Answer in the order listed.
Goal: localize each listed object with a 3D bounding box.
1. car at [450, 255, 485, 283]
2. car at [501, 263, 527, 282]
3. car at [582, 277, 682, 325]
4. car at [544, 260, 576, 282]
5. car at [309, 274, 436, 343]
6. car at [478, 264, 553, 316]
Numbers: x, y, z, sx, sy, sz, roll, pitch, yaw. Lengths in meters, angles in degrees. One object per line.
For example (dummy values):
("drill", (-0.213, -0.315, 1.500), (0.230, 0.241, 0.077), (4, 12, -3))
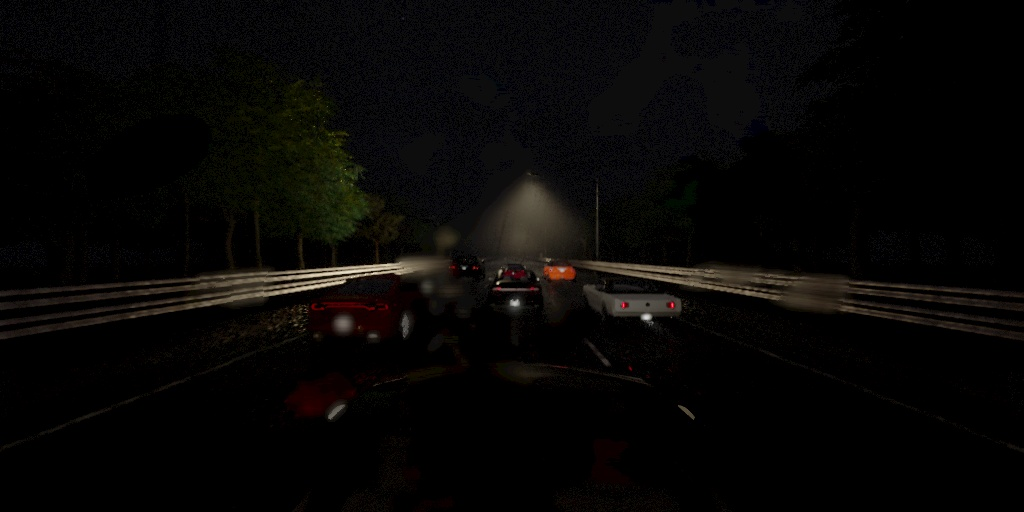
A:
("car", (-3.330, 0.947, 27.658), (2.150, 2.045, 5.566), (0, 0, 0))
("car", (0.173, 1.293, 29.126), (1.994, 1.385, 4.181), (0, 0, 0))
("car", (3.620, 1.346, 11.835), (1.895, 1.301, 4.718), (0, 0, 0))
("car", (3.669, 1.086, 28.383), (2.097, 1.767, 4.553), (0, 0, 0))
("car", (-3.393, 1.216, 9.716), (1.882, 1.535, 5.008), (0, 0, 0))
("car", (0.125, 1.231, 13.304), (2.128, 1.511, 4.902), (0, 0, 0))
